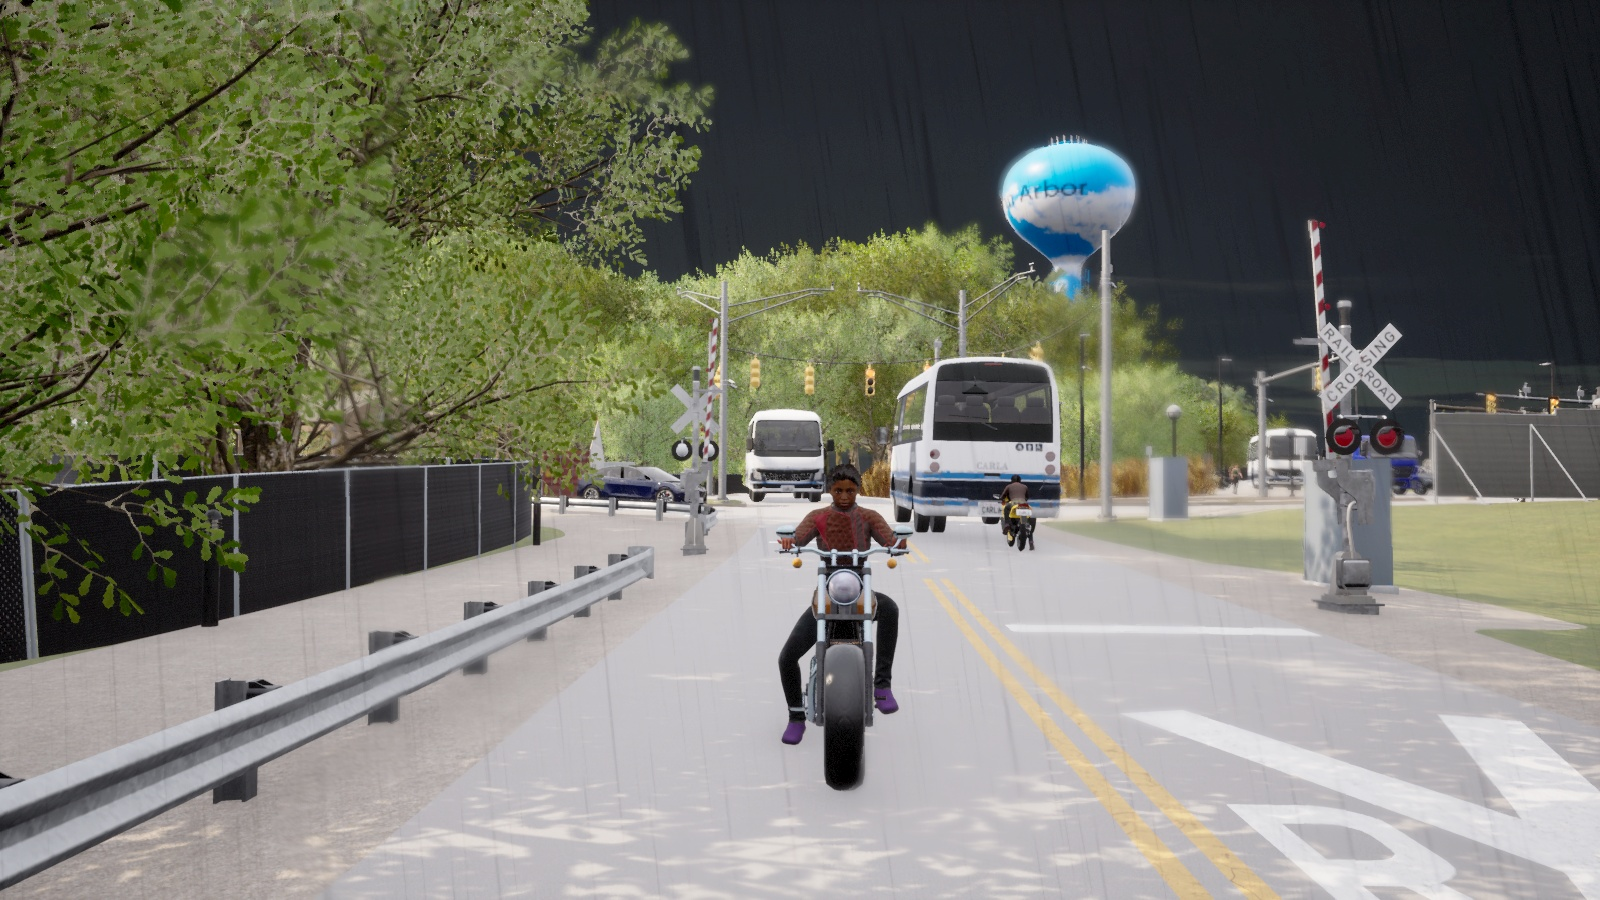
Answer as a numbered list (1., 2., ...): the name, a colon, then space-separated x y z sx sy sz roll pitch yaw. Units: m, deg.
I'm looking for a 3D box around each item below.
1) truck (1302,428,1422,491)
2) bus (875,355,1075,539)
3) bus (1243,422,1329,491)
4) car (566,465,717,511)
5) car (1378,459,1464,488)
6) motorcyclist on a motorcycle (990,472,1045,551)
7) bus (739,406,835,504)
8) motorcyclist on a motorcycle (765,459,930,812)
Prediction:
1. truck: 32.453 0.593 72.944 2.891 3.462 7.936 0 -1 -5
2. bus: 4.386 -0.010 34.388 3.944 4.253 10.273 1 -1 0
3. bus: 33.064 0.568 85.930 3.944 4.253 10.273 0 -3 12
4. car: -5.464 1.299 43.211 4.792 1.488 2.163 0 -1 28
5. car: 36.103 1.366 73.142 2.152 1.651 5.027 0 -1 -5
6. motorcyclist on a motorcycle: 4.382 1.217 25.429 0.797 1.523 2.044 0 -1 1
7. bus: -0.812 0.291 59.732 3.944 4.253 10.273 0 -1 -4
8. motorcyclist on a motorcycle: 0.255 0.884 7.056 0.766 1.649 2.350 0 -1 2
